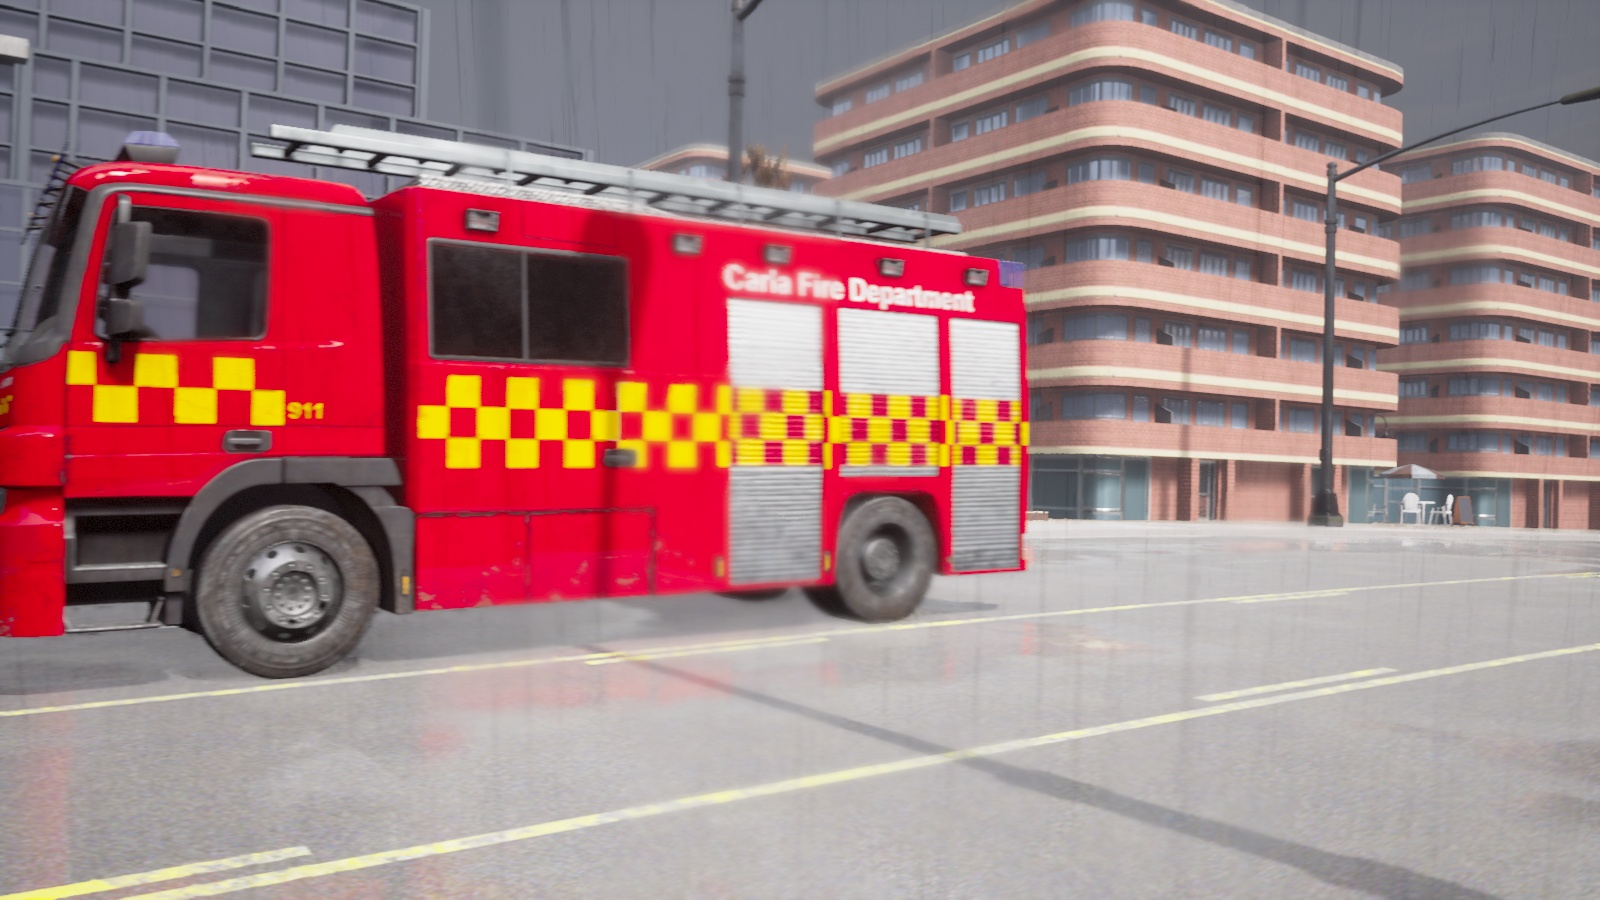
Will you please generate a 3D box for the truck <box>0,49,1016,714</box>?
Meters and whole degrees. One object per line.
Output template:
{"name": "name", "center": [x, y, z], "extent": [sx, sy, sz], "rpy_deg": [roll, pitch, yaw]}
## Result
{"name": "truck", "center": [-2.274, -0.380, 10.603], "extent": [8.468, 3.827, 2.891], "rpy_deg": [0, 0, -35]}
